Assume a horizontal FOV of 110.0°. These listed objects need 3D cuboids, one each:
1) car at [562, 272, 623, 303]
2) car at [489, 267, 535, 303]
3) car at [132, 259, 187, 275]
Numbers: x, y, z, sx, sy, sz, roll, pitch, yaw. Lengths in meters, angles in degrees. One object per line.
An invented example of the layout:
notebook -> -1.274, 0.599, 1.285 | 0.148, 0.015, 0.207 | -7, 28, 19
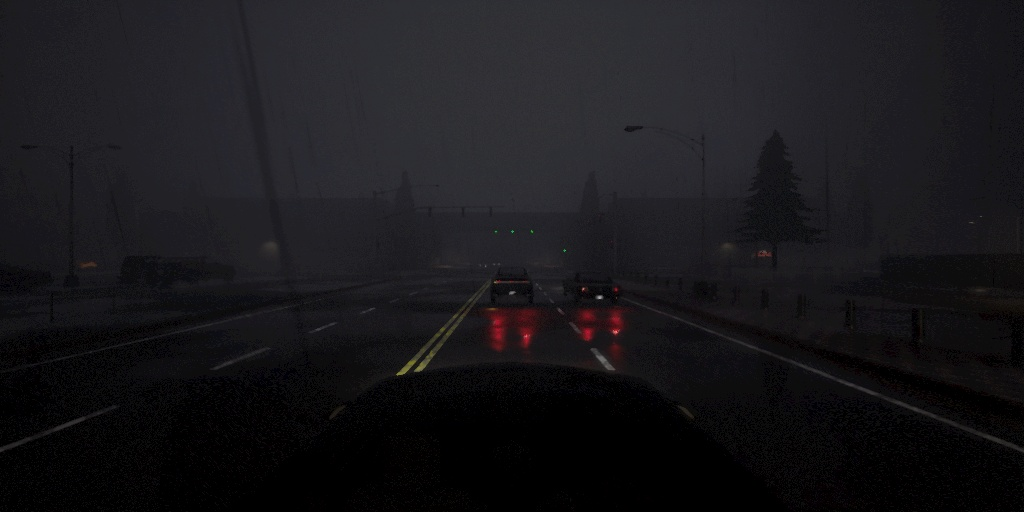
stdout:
car -> 3.500, 1.365, 16.530 | 1.895, 1.301, 4.718 | 0, 0, 0
car -> 0.000, 1.244, 16.500 | 2.128, 1.511, 4.902 | 0, 0, 0
car -> -45.210, 1.365, 46.063 | 4.718, 1.301, 1.895 | 0, 0, 2
